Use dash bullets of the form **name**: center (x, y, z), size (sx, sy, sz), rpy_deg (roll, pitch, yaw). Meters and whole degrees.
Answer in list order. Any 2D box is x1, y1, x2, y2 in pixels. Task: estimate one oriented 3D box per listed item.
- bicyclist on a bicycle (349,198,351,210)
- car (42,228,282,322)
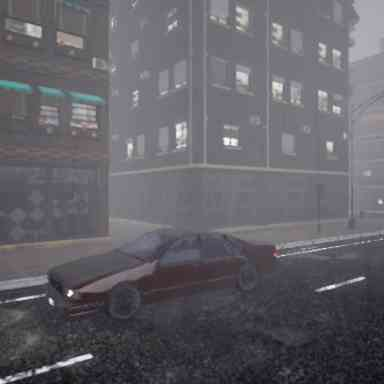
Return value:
- **bicyclist on a bicycle**: center (21.767, 1.686, 45.619), size (1.656, 1.620, 0.582), rpy_deg (0, 0, -36)
- **car**: center (-0.325, 1.556, 7.443), size (5.357, 1.411, 2.033), rpy_deg (0, 0, -35)
